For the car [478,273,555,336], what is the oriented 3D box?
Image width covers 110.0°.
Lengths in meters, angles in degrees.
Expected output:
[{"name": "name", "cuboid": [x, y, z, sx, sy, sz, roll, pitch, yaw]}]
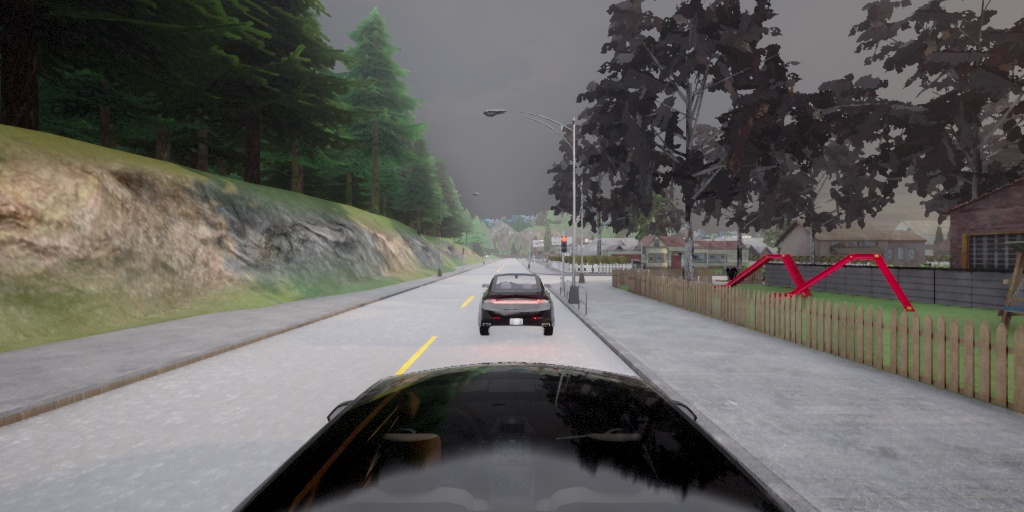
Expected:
[{"name": "car", "cuboid": [0.128, 1.242, 10.383, 2.128, 1.511, 4.902, 0, 0, 1]}]
